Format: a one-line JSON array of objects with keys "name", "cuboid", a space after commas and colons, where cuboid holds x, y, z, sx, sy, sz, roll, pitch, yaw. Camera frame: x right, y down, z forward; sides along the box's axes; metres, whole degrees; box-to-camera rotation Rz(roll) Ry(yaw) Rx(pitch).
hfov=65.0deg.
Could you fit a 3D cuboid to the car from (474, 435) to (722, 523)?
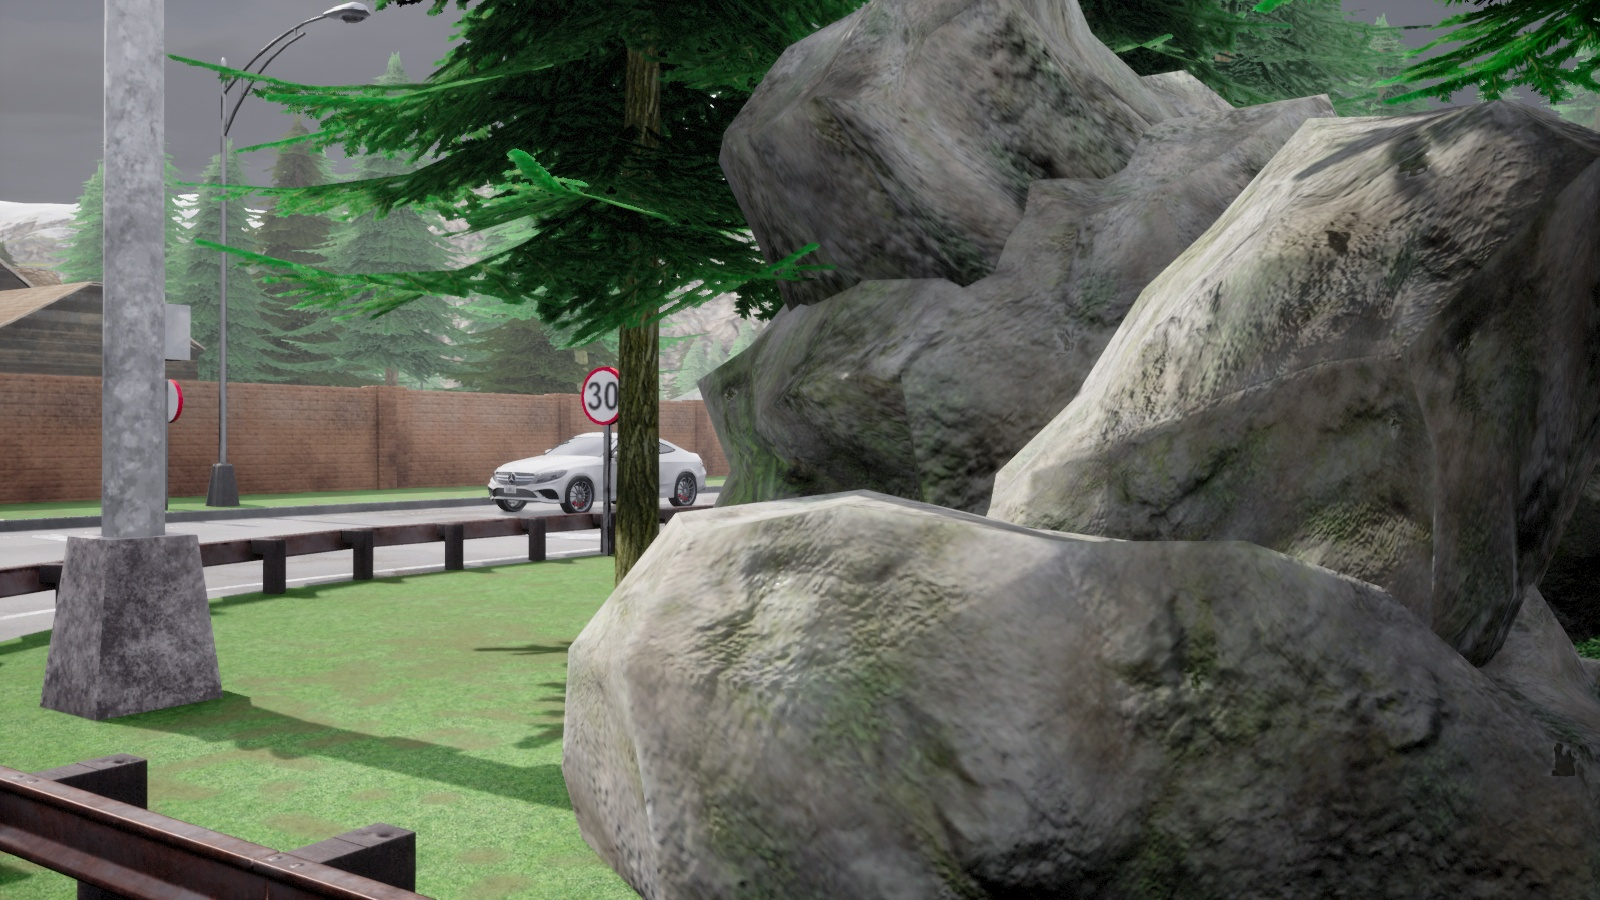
[{"name": "car", "cuboid": [-3.608, 0.457, 23.271, 1.812, 1.442, 4.674, 0, 1, 34]}]
